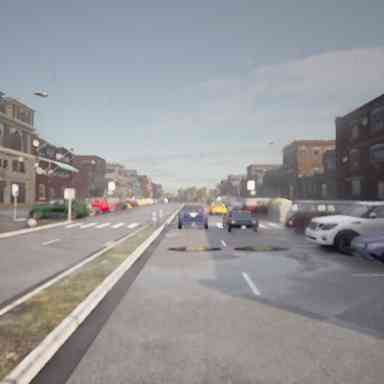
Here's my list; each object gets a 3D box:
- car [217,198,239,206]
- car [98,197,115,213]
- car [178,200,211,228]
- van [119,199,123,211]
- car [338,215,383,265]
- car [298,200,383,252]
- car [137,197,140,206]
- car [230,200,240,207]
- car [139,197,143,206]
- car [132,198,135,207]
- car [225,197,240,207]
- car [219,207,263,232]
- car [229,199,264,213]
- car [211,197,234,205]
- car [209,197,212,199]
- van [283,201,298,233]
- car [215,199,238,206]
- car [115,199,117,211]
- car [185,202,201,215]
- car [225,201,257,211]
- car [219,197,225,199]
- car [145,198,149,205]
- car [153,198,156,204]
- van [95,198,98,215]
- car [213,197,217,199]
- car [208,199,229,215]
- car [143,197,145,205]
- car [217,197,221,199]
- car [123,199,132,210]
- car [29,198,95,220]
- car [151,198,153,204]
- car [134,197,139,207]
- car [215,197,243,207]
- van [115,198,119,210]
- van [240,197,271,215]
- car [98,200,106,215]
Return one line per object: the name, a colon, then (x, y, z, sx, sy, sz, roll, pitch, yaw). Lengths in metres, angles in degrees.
car: (7.640, 2.155, 71.519, 4.553, 1.767, 2.185, 0, -1, 0)
car: (-12.948, 1.758, 41.122, 5.566, 2.045, 2.435, 0, -1, 0)
car: (0.089, 1.657, 24.726, 2.097, 1.767, 4.553, 0, -1, 0)
van: (-13.010, 1.873, 49.458, 4.442, 1.987, 1.878, 0, -1, 0)
car: (7.638, 1.623, 10.851, 4.674, 1.452, 2.002, 0, -1, 0)
car: (7.606, 1.366, 13.614, 5.566, 2.045, 2.435, 0, -1, 0)
car: (-12.900, 2.243, 63.353, 4.792, 1.488, 2.163, 0, 0, 0)
car: (7.593, 2.040, 41.183, 4.792, 1.488, 2.163, 0, -1, 0)
car: (-12.873, 2.234, 66.132, 4.892, 1.521, 2.231, 0, 0, 0)
car: (-12.698, 2.148, 55.138, 5.366, 1.575, 1.946, 0, -1, 0)
car: (7.593, 1.790, 43.943, 5.566, 2.045, 2.435, 0, -1, 0)
car: (3.098, 1.866, 22.107, 1.895, 1.301, 4.718, 0, -1, 0)
car: (7.651, 1.946, 46.701, 4.553, 1.767, 2.185, 0, -1, 0)
car: (7.576, 2.167, 82.540, 5.566, 2.045, 2.435, 0, -1, 0)
car: (7.577, 2.125, 79.788, 5.566, 2.045, 2.435, 0, -1, 0)
van: (7.515, 1.472, 19.124, 4.442, 1.987, 1.878, 0, -1, 0)
car: (7.637, 2.337, 74.275, 4.792, 1.488, 2.163, 0, -1, 0)
car: (-12.902, 2.044, 44.019, 4.892, 1.521, 2.231, 0, 0, 0)
car: (0.081, 2.010, 41.434, 1.882, 1.535, 5.008, 0, -1, 0)
car: (7.615, 2.167, 52.215, 4.674, 1.452, 2.002, 0, -1, 0)
car: (7.801, 2.172, 57.732, 5.366, 1.575, 1.946, 0, 0, 0)
car: (-13.040, 2.297, 74.593, 5.366, 1.575, 1.946, 0, -1, 0)
car: (-12.810, 2.214, 85.577, 5.566, 2.045, 2.435, 0, -1, 0)
van: (-12.825, 1.715, 35.562, 4.442, 1.987, 1.878, 0, -1, 0)
car: (7.583, 1.988, 66.007, 5.566, 2.045, 2.435, 0, 0, 0)
car: (3.083, 2.007, 41.143, 1.882, 1.535, 5.008, 0, -1, 0)
car: (-12.868, 2.253, 69.036, 5.008, 1.535, 2.097, 0, 0, 0)
car: (7.582, 2.093, 63.249, 4.553, 1.767, 2.185, 0, 0, 0)
car: (-12.857, 1.875, 52.357, 5.566, 2.045, 2.435, 0, -1, 0)
car: (-12.983, 1.652, 32.786, 5.566, 2.045, 2.435, 0, -1, 0)
car: (-13.028, 2.410, 82.794, 5.366, 1.575, 1.946, 0, -1, 0)
car: (-12.870, 2.194, 60.573, 5.008, 1.535, 2.097, 0, 0, 0)
car: (7.639, 2.008, 68.765, 5.566, 2.045, 2.435, 0, 0, 0)
van: (-13.018, 1.847, 46.804, 4.442, 1.987, 1.878, 0, -1, 0)
van: (7.741, 1.716, 35.667, 4.442, 1.987, 1.878, 0, -1, 0)
car: (-12.902, 2.007, 38.465, 4.792, 1.488, 2.163, 0, -1, 0)
